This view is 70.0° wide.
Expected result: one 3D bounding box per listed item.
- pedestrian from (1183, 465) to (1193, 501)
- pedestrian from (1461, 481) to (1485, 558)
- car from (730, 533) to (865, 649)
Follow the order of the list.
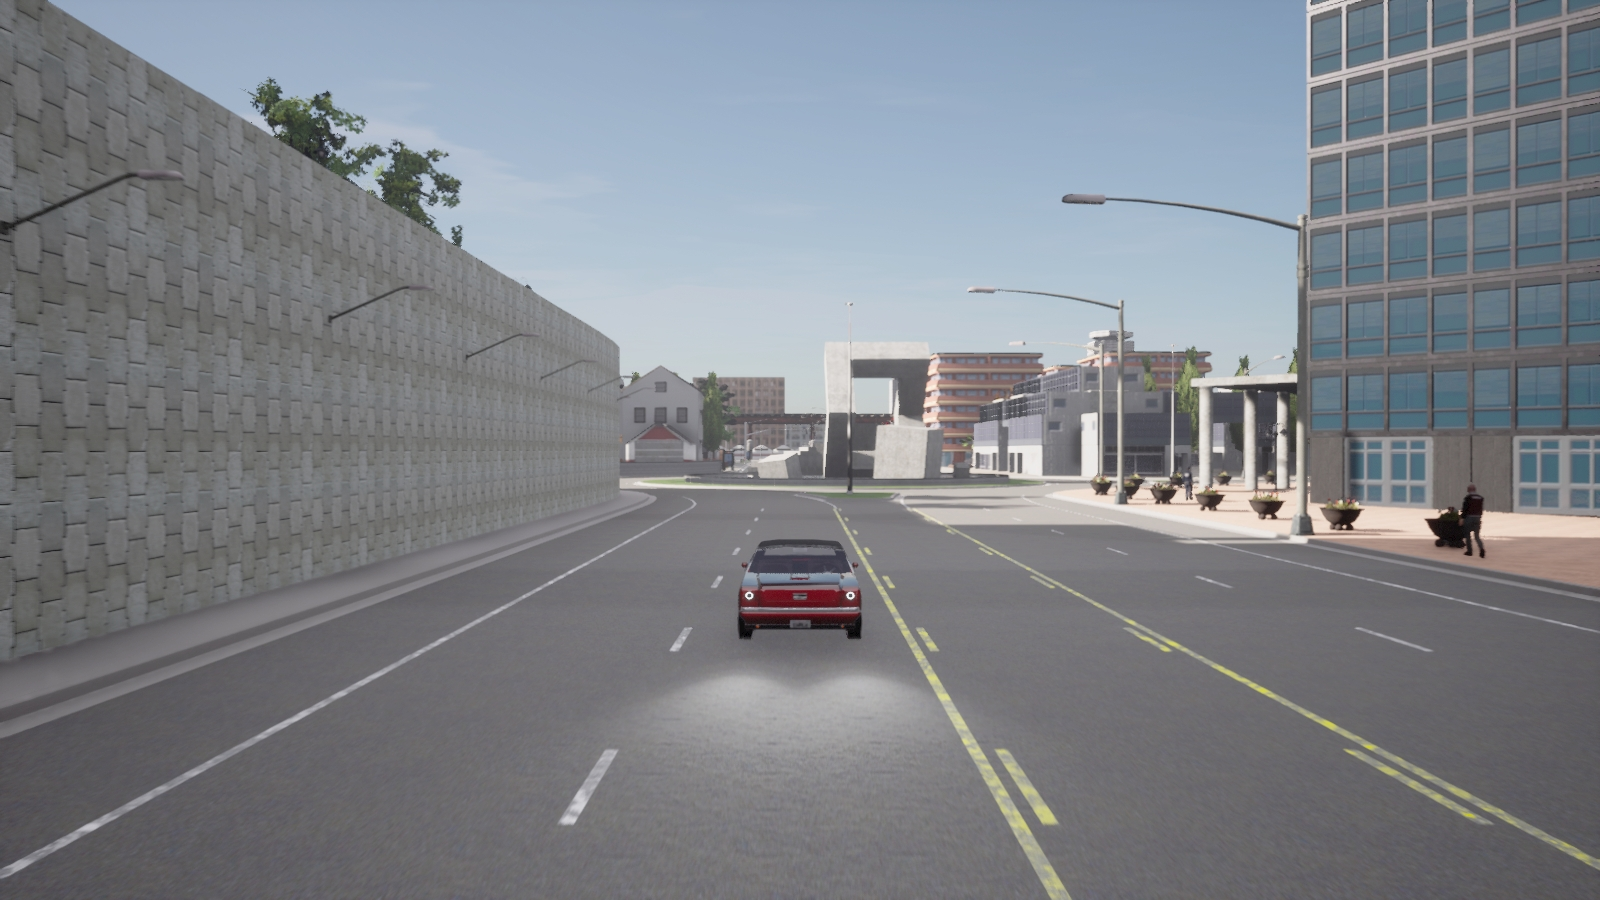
[{"bbox_3d":[20.054,1.706,59.009,0.375,1.860,0.375,0,0,36],"label":"pedestrian"},{"bbox_3d":[16.550,1.698,28.101,0.375,1.860,0.375,0,0,0],"label":"pedestrian"},{"bbox_3d":[-0.033,2.155,18.445,1.895,1.301,4.718,0,0,0],"label":"car"}]
